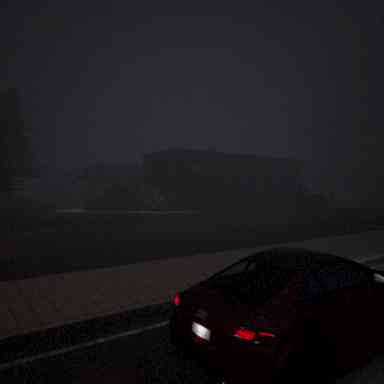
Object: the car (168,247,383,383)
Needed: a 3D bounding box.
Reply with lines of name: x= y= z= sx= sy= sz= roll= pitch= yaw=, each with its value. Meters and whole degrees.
car: x=1.733 y=1.561 z=4.981 sx=4.181 sy=1.385 sz=1.994 roll=0 pitch=0 yaw=-36
